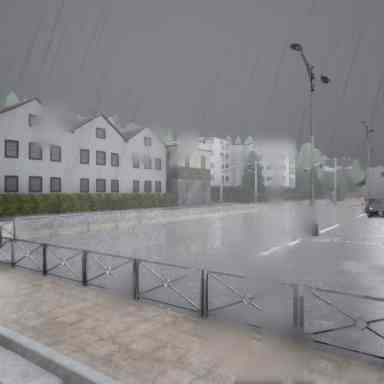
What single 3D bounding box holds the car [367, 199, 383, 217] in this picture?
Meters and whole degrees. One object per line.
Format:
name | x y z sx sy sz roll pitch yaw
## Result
car | 15.439 1.298 26.800 2.007 1.523 4.514 0 0 35
